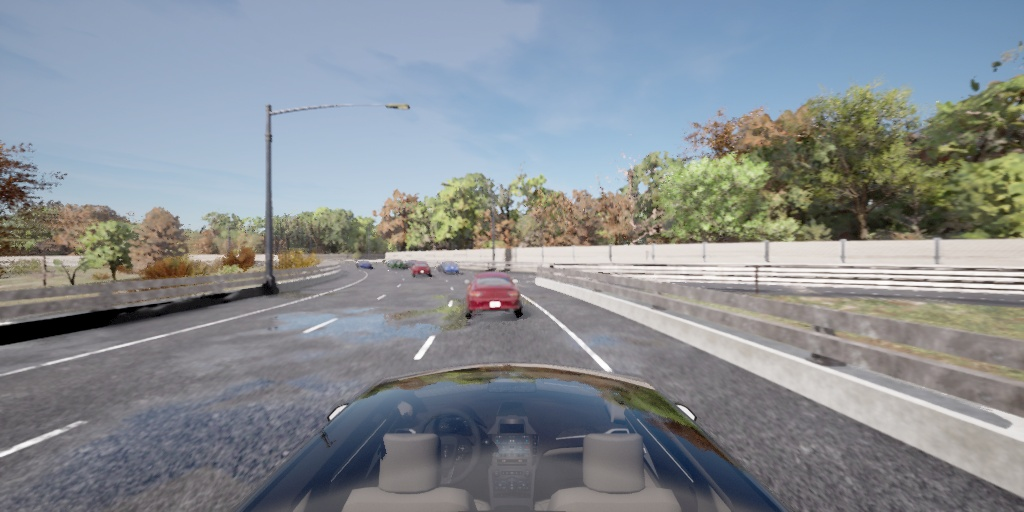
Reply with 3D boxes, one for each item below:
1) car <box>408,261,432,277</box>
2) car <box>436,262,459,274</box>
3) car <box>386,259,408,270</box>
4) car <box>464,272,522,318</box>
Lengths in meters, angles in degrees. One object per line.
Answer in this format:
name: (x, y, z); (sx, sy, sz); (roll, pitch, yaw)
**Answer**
car: (-9.472, 1.373, 37.100); (1.812, 1.442, 4.674); (0, 0, -19)
car: (-7.645, 1.389, 42.559); (2.033, 1.411, 5.357); (0, 0, -22)
car: (-18.433, 1.277, 56.639); (2.097, 1.767, 4.553); (0, 0, -30)
car: (-0.742, 1.293, 13.049); (1.812, 1.442, 4.674); (0, 0, -6)
